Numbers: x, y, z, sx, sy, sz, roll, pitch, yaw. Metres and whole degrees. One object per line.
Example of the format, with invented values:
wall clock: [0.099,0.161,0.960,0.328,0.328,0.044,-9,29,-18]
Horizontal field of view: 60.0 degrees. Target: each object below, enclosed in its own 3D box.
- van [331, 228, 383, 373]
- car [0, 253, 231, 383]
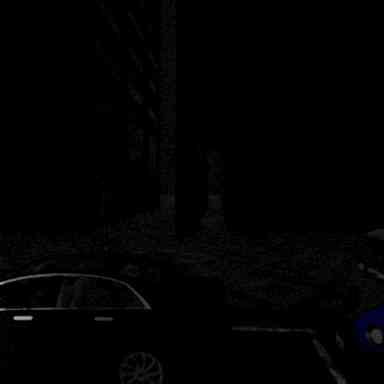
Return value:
van: [3.910,1.338,3.938,3.998,1.788,1.690,0,0,4]
car: [-1.713,1.519,4.340,4.403,1.369,2.008,0,0,4]
